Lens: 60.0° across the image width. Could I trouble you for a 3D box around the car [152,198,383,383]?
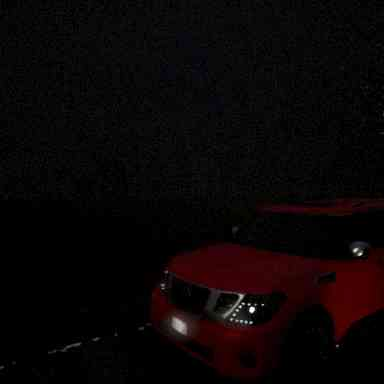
[{"bbox_3d":[2.096,1.159,5.495,5.566,2.045,2.150,-1,1,-36],"label":"car"}]
